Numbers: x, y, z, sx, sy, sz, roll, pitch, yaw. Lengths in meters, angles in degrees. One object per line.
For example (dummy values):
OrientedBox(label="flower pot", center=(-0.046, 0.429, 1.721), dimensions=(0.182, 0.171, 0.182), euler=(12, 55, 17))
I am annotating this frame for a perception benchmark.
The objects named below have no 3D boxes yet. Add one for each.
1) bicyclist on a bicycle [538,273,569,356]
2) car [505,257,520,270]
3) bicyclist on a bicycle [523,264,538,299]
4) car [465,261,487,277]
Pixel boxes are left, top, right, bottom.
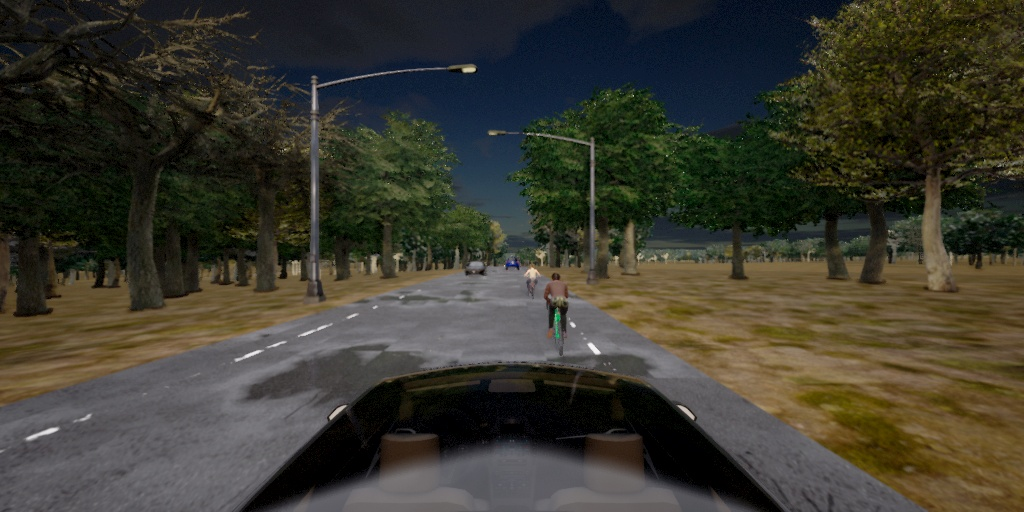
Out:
OrientedBox(label="bicyclist on a bicycle", center=(0.962, 1.190, 7.670), dimensions=(0.582, 1.620, 1.656), euler=(0, 0, 0))
OrientedBox(label="car", center=(0.101, 1.184, 58.540), dimensions=(2.150, 2.045, 5.566), euler=(0, 0, 0))
OrientedBox(label="bicyclist on a bicycle", center=(0.952, 1.162, 16.888), dimensions=(0.866, 1.612, 1.509), euler=(0, 0, 0))
OrientedBox(label="car", center=(-3.598, 1.255, 36.268), dimensions=(1.882, 1.535, 5.008), euler=(0, 0, 0))
